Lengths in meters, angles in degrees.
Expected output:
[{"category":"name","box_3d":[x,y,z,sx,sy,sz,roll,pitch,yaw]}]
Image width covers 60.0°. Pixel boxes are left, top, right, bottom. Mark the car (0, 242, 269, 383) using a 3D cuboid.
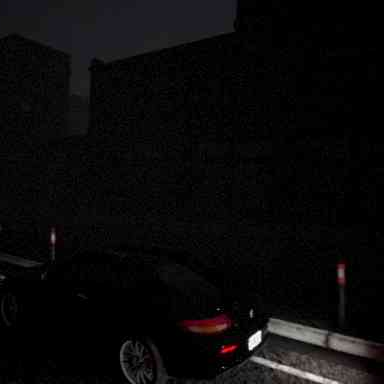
[{"category":"car","box_3d":[-1.149,1.526,5.181,4.674,1.442,1.812,0,0,36]}]
